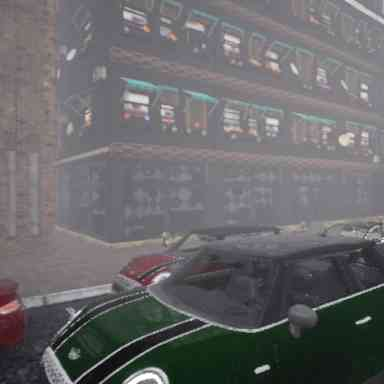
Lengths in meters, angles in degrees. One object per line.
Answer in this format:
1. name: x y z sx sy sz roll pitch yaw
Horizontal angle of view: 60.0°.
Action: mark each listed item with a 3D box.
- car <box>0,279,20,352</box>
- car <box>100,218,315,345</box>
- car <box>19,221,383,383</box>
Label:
1. car: -4.116 1.575 3.595 4.206 1.307 1.802 0 -1 -36
2. car: 0.442 1.461 6.852 4.097 1.590 1.967 0 -1 -36
3. car: 0.721 1.366 3.873 4.553 1.767 2.097 0 0 -35
